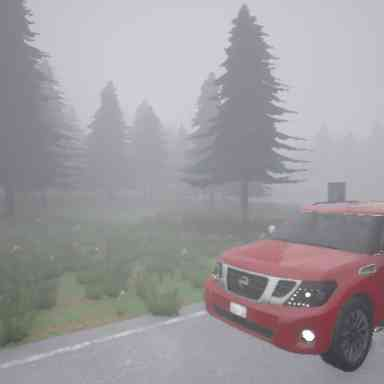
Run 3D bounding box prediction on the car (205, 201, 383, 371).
[{"bbox_3d":[2.868,1.212,6.033,5.566,2.045,2.150,0,0,-35],"label":"car"}]
